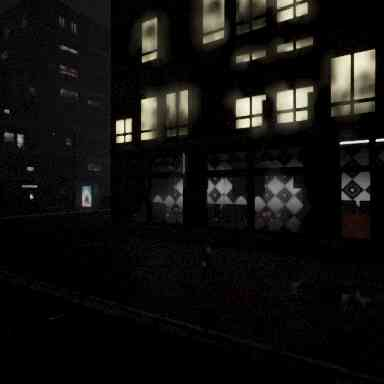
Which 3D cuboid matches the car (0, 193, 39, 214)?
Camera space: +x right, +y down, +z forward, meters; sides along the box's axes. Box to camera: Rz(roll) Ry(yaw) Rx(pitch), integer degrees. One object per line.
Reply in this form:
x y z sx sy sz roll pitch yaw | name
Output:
-16.106 1.029 29.069 2.192 1.841 5.009 1 2 35 | car

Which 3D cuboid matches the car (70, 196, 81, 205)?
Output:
-12.893 0.935 43.799 2.128 1.511 4.902 0 1 35 | car

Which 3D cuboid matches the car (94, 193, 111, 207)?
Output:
-9.754 1.072 38.170 1.947 1.339 4.313 1 2 35 | car

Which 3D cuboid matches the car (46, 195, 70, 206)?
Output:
-16.660 1.074 42.917 1.802 1.307 4.206 1 2 35 | car
